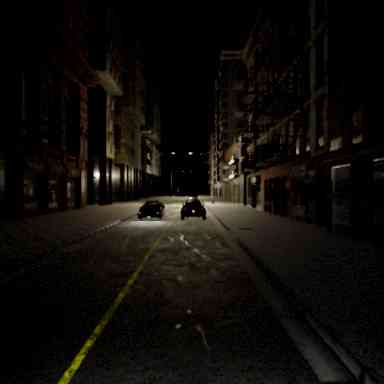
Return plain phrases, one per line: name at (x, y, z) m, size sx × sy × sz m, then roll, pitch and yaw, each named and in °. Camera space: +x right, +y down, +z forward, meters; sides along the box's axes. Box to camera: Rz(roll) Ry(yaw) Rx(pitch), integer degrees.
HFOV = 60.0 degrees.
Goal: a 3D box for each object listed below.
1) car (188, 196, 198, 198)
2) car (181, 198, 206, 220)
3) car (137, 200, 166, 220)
car at (0.106, 1.271, 44.838) m, size 2.033 × 1.411 × 5.357 m, roll 0°, pitch 0°, yaw 0°
car at (0.105, 1.397, 26.699) m, size 1.994 × 1.385 × 4.181 m, roll 0°, pitch 0°, yaw 0°
car at (-3.072, 1.383, 26.391) m, size 2.033 × 1.411 × 5.357 m, roll 0°, pitch 0°, yaw 0°
